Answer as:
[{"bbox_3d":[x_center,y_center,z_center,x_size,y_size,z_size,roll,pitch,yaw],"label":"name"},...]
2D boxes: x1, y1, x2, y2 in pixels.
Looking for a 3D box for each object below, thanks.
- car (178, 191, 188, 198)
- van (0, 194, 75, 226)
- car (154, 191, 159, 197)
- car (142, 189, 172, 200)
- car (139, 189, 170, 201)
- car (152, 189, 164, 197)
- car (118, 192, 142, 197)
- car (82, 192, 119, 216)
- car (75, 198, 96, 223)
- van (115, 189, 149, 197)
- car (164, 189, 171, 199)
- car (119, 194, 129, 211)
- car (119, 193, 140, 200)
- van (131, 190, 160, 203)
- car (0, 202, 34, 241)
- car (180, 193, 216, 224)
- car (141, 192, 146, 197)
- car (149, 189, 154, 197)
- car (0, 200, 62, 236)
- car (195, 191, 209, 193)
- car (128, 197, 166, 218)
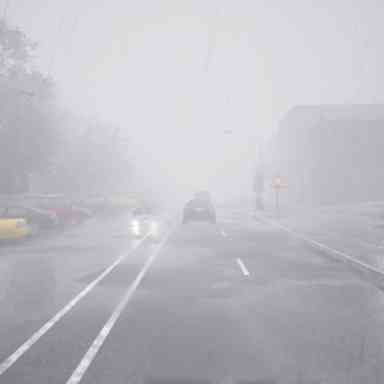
[{"bbox_3d":[-1.631,0.547,68.605,1.837,1.490,4.892,0,1,3],"label":"car"},{"bbox_3d":[-9.297,1.121,19.239,4.442,1.987,1.878,-1,1,-19],"label":"van"},{"bbox_3d":[-7.908,1.003,48.936,5.008,1.535,2.097,-1,1,-17],"label":"car"},{"bbox_3d":[-7.053,0.474,66.649,5.566,2.045,2.435,-1,1,-17],"label":"car"},{"bbox_3d":[-7.150,0.521,63.722,5.566,2.045,2.435,-1,1,-17],"label":"car"},{"bbox_3d":[-7.787,0.709,51.874,5.566,2.045,2.435,-1,1,-17],"label":"car"},{"bbox_3d":[-8.662,1.160,37.042,5.366,1.575,1.946,-1,1,-17],"label":"car"},{"bbox_3d":[-8.856,1.134,28.199,4.553,1.767,2.185,-1,1,-18],"label":"car"},{"bbox_3d":[-9.098,1.358,22.255,4.674,1.452,2.002,-1,0,-18],"label":"car"},{"bbox_3d":[-8.302,0.861,42.973,4.442,1.987,1.878,-1,1,-17],"label":"van"},{"bbox_3d":[-7.150,0.814,60.826,5.366,1.575,1.946,-1,1,-17],"label":"car"},{"bbox_3d":[-8.768,1.230,31.162,4.892,1.521,2.231,-1,0,-18],"label":"car"},{"bbox_3d":[-8.451,1.189,34.188,5.366,1.575,1.946,-1,0,-17],"label":"car"},{"bbox_3d":[-7.720,0.691,54.801,4.442,1.987,1.878,-1,1,-17],"label":"van"},{"bbox_3d":[-9.503,1.393,13.283,5.366,1.575,1.946,-1,1,-19],"label":"car"},{"bbox_3d":[0.509,1.173,22.856,2.097,1.767,4.553,0,1,2],"label":"car"},{"bbox_3d":[-8.364,1.153,40.047,4.792,1.488,2.163,-1,1,-17],"label":"car"},{"bbox_3d":[-8.076,0.920,45.965,4.553,1.767,2.185,-1,0,-17],"label":"car"},{"bbox_3d":[-9.255,1.369,16.312,5.008,1.535,2.097,-1,1,-19],"label":"car"},{"bbox_3d":[1.275,0.838,41.099,2.150,2.045,5.566,0,1,3],"label":"car"},{"bbox_3d":[-3.673,1.373,27.934,1.895,1.301,4.718,0,1,2],"label":"car"}]
